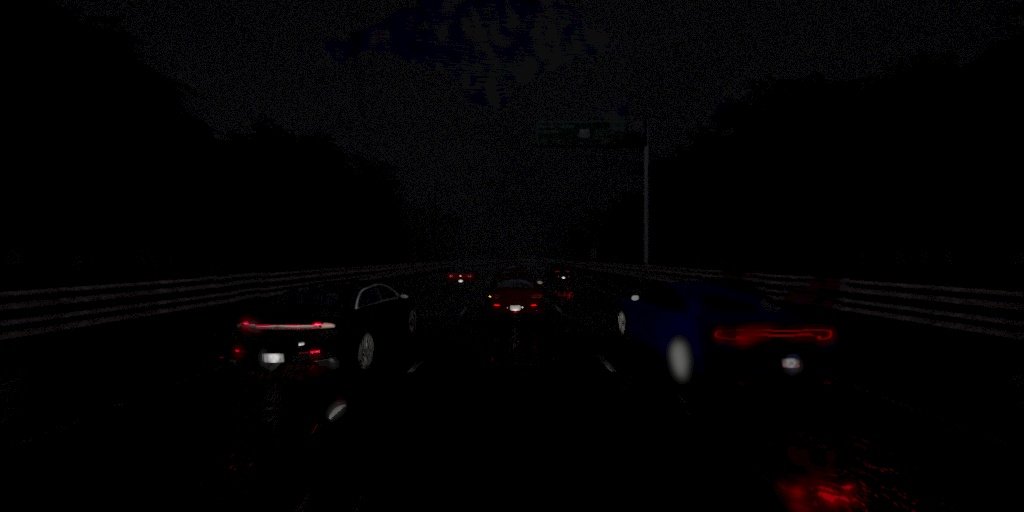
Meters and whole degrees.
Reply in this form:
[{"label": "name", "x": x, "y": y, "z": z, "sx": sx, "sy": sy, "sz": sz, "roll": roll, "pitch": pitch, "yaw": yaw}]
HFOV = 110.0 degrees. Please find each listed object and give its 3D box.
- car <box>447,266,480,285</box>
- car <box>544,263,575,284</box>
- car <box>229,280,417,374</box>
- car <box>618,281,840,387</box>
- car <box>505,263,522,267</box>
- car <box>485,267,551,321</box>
[{"label": "car", "x": -3.393, "y": 1.366, "z": 25.951, "sx": 1.895, "sy": 1.301, "sz": 4.718, "roll": 0, "pitch": 0, "yaw": 0}, {"label": "car", "x": 3.605, "y": 1.273, "z": 27.488, "sx": 1.837, "sy": 1.490, "sz": 4.892, "roll": 0, "pitch": 0, "yaw": 0}, {"label": "car", "x": -3.399, "y": 1.241, "z": 7.541, "sx": 2.128, "sy": 1.511, "sz": 4.902, "roll": 0, "pitch": 0, "yaw": 0}, {"label": "car", "x": 3.602, "y": 1.228, "z": 7.100, "sx": 1.882, "sy": 1.535, "sz": 5.008, "roll": 0, "pitch": 0, "yaw": 0}, {"label": "car", "x": 0.106, "y": 1.296, "z": 28.431, "sx": 1.812, "sy": 1.442, "sz": 4.674, "roll": 0, "pitch": 0, "yaw": 0}, {"label": "car", "x": 0.088, "y": 1.277, "z": 12.254, "sx": 1.812, "sy": 1.442, "sz": 4.674, "roll": 0, "pitch": 0, "yaw": 0}]
